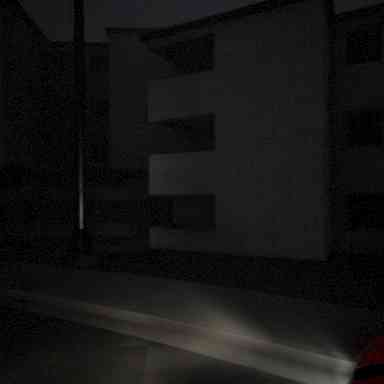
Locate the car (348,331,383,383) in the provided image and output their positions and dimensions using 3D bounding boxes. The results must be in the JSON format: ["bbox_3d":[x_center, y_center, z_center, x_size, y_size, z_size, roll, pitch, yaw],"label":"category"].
[{"bbox_3d":[3.150,1.324,1.540,4.553,1.767,2.097,0,0,37],"label":"car"}]
